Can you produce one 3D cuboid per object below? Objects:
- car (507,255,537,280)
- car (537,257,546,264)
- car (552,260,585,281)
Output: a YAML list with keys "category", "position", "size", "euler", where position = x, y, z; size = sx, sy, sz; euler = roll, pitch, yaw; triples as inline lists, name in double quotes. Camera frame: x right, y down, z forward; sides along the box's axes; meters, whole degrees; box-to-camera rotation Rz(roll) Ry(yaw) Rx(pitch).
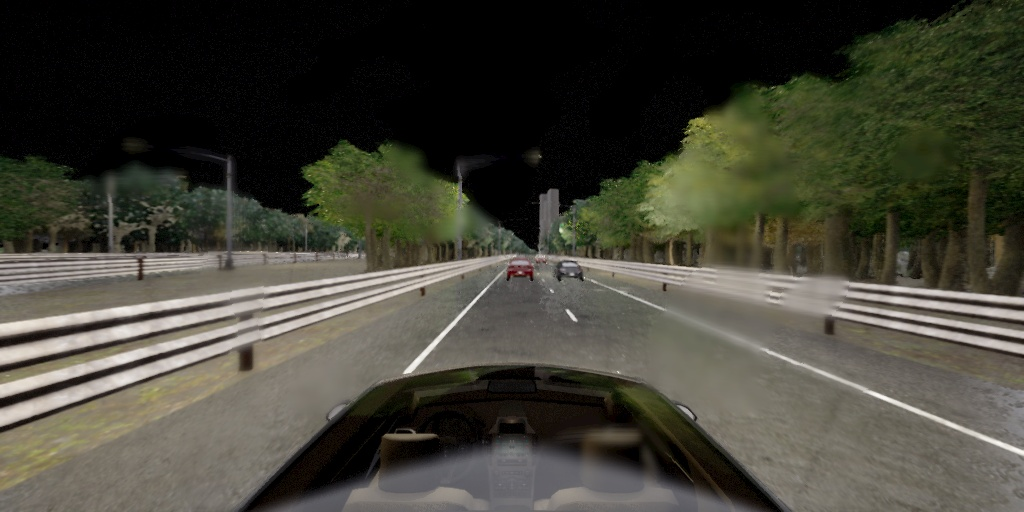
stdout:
- category: "car"
  position: [0.637, 0.954, 27.195]
  size: [1.882, 1.535, 5.008]
  euler: [1, 1, 2]
- category: "car"
  position: [5.068, 0.742, 64.596]
  size: [1.895, 1.301, 4.718]
  euler: [0, 1, 1]
- category: "car"
  position: [4.121, 1.037, 26.596]
  size: [1.812, 1.442, 4.674]
  euler: [1, 1, 2]
